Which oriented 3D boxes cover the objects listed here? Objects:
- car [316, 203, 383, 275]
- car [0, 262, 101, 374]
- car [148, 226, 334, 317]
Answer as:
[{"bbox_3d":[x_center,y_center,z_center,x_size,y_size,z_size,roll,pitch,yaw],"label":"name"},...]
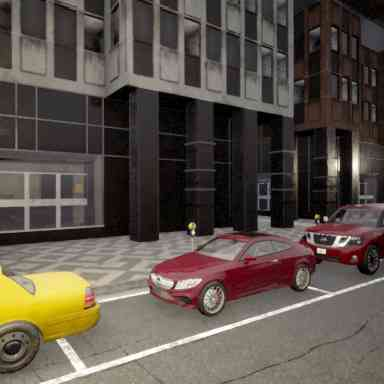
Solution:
[{"bbox_3d":[5.626,1.314,10.653,5.009,1.841,2.192,0,0,-35],"label":"car"},{"bbox_3d":[-3.640,1.525,4.057,4.829,1.417,1.752,0,0,-35],"label":"car"},{"bbox_3d":[1.062,1.581,7.403,4.206,1.307,1.802,0,0,-35],"label":"car"}]
